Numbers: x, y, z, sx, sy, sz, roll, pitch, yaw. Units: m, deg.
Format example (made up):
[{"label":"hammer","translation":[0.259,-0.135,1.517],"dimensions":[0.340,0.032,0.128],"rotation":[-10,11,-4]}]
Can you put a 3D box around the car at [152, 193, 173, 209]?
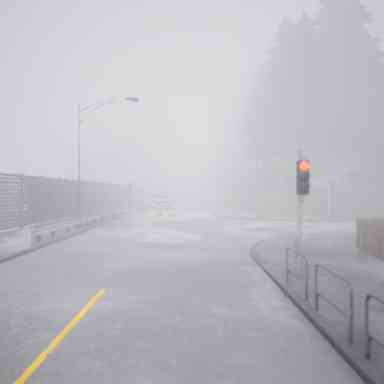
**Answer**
[{"label":"car","translation":[-4.094,1.192,44.712],"dimensions":[2.150,2.045,5.566],"rotation":[0,1,0]}]

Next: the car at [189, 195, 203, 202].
[{"label":"car","translation":[0.843,1.490,73.694],"dimensions":[1.812,1.442,4.674],"rotation":[0,0,26]}]

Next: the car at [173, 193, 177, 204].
[{"label":"car","translation":[-4.028,1.193,61.680],"dimensions":[2.150,2.045,5.566],"rotation":[0,0,0]}]
